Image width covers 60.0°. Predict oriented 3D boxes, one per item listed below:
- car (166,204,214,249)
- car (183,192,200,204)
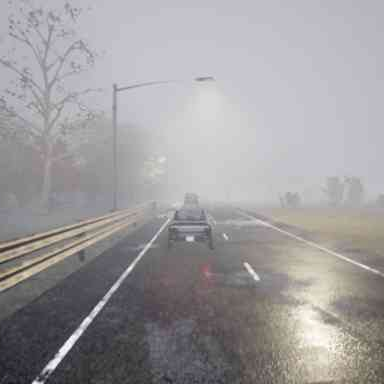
[{"bbox_3d":[-0.072,1.489,14.447,2.128,1.511,4.902,0,0,0],"label":"car"},{"bbox_3d":[-0.094,1.196,48.479,2.150,2.045,5.566,0,0,0],"label":"car"}]
